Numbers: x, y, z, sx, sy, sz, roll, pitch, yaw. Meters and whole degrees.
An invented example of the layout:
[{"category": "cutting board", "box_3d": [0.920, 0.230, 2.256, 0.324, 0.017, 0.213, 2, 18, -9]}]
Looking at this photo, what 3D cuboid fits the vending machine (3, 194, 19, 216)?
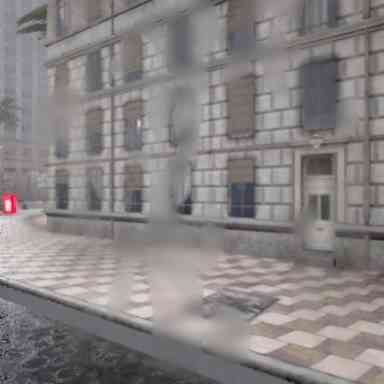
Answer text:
[{"category": "vending machine", "box_3d": [-17.547, 1.234, 32.248, 1.100, 2.100, 0.880, 0, 0, -9]}]
